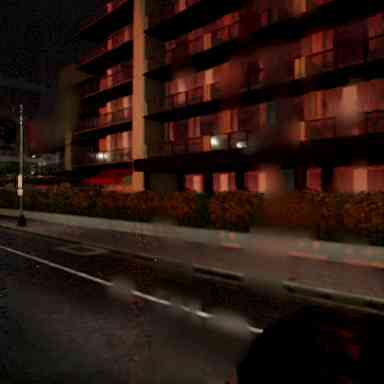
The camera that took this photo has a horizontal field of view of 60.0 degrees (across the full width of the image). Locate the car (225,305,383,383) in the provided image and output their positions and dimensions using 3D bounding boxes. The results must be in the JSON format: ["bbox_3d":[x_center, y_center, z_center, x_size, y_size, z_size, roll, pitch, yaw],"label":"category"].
[{"bbox_3d":[2.620,1.611,2.240,4.718,1.301,1.895,0,0,37],"label":"car"}]
